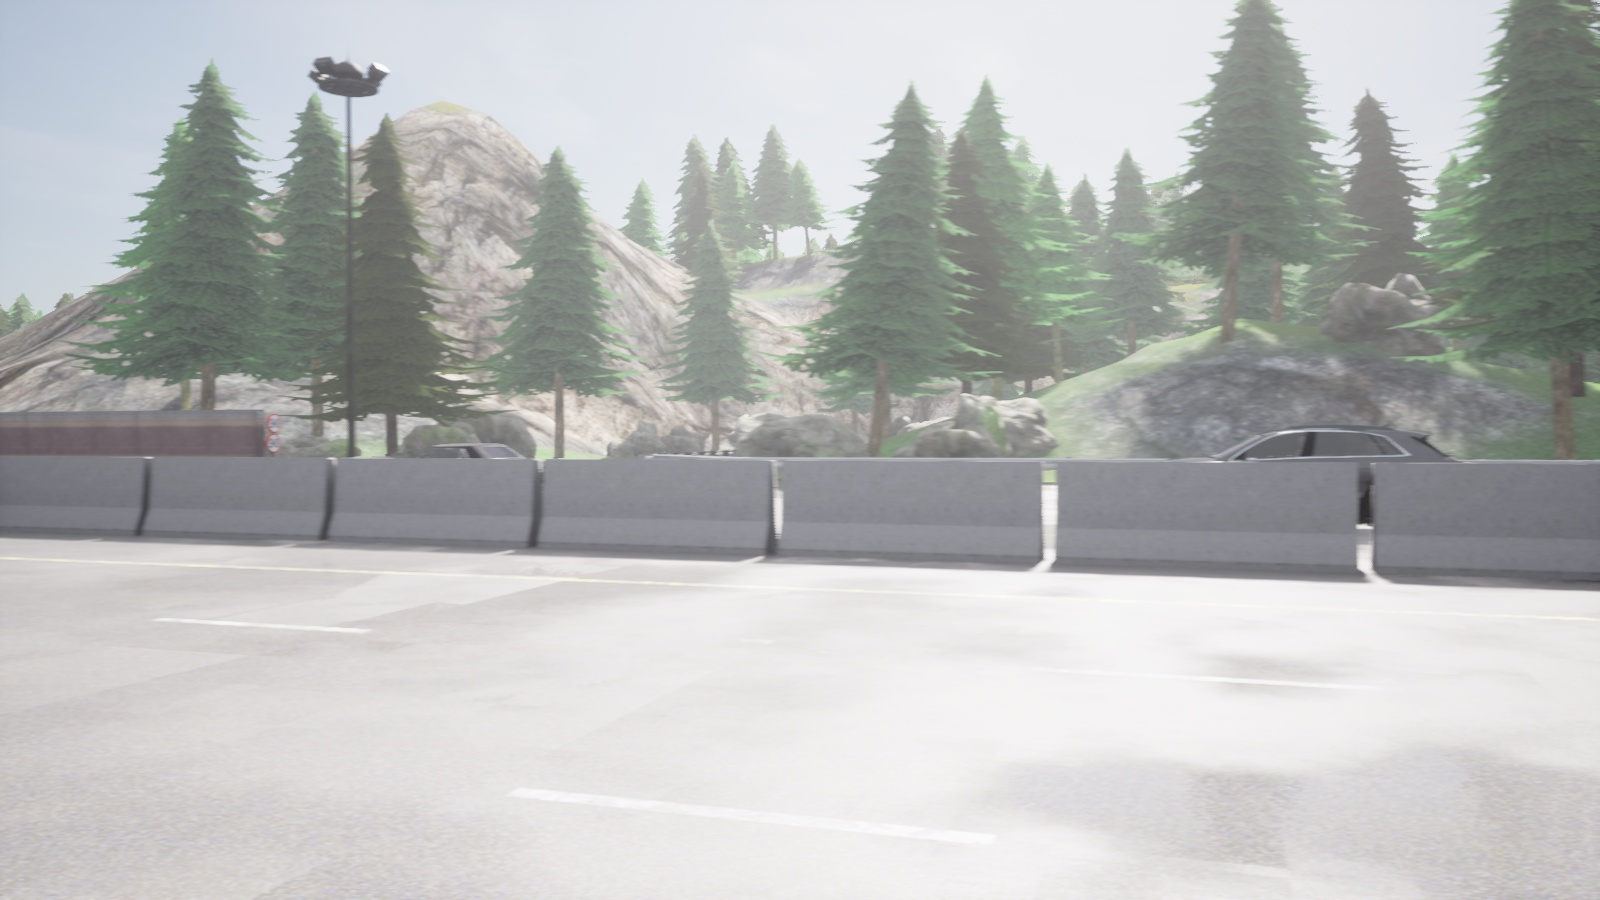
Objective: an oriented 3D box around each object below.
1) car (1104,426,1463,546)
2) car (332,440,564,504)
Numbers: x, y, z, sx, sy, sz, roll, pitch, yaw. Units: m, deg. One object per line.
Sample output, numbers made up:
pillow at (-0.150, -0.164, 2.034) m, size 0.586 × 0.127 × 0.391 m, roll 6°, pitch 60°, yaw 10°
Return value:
car at (7.238, 0.476, 19.219) m, size 4.856 × 1.649 × 2.033 m, roll 1°, pitch 1°, yaw 19°
car at (-7.827, 0.449, 27.951) m, size 4.718 × 1.301 × 1.895 m, roll 1°, pitch 1°, yaw 18°
